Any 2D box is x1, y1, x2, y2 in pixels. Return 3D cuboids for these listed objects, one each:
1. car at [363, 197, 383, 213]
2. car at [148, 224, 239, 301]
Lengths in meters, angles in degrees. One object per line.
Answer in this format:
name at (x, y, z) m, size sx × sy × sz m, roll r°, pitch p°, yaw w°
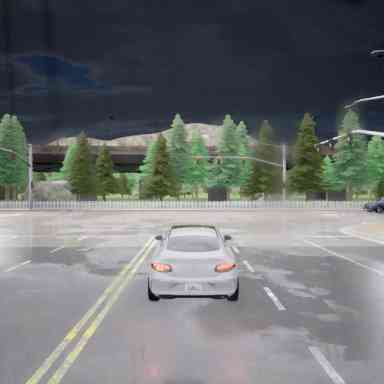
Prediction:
car at (20.729, 1.296, 35.327) m, size 4.553 × 1.767 × 2.097 m, roll 0°, pitch 0°, yaw 0°
car at (0.032, 1.526, 8.192) m, size 1.812 × 1.442 × 4.674 m, roll 0°, pitch 0°, yaw 0°
